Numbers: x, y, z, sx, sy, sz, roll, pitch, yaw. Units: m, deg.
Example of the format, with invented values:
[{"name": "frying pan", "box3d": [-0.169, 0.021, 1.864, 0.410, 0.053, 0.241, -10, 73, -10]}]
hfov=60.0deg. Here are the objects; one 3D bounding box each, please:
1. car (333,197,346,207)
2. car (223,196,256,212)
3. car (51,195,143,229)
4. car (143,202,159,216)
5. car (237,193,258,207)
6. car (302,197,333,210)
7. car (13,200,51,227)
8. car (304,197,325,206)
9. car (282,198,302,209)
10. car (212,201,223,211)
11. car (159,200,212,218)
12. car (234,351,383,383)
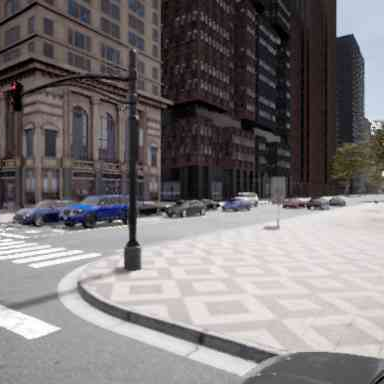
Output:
[{"name": "car", "box3d": [21.929, 1.466, 50.494, 1.994, 1.385, 4.181, 0, 0, 35]}, {"name": "car", "box3d": [5.189, 1.469, 38.327, 1.812, 1.442, 4.674, 0, 0, 36]}, {"name": "car", "box3d": [-6.149, 1.214, 22.412, 2.150, 2.045, 5.566, 0, 0, 34]}, {"name": "car", "box3d": [-4.547, 1.569, 30.255, 1.895, 1.301, 4.718, 0, 0, 35]}, {"name": "car", "box3d": [7.469, 1.137, 47.061, 2.150, 2.045, 5.566, 0, 0, 35]}, {"name": "car", "box3d": [15.942, 1.435, 41.996, 1.837, 1.490, 4.892, 0, 0, 36]}, {"name": "car", "box3d": [-9.754, 1.343, 22.931, 2.097, 1.767, 4.553, 0, 0, 35]}, {"name": "car", "box3d": [19.298, 1.497, 52.401, 1.895, 1.301, 4.718, 0, 0, 35]}, {"name": "car", "box3d": [13.531, 1.488, 44.217, 1.994, 1.385, 4.181, 0, 0, 37]}, {"name": "car", "box3d": [1.222, 1.544, 38.358, 1.895, 1.301, 4.718, 0, 0, 35]}, {"name": "car", "box3d": [-0.507, 1.473, 30.324, 1.837, 1.490, 4.892, 0, 0, 36]}, {"name": "car", "box3d": [2.089, 1.549, 1.472, 4.403, 1.369, 2.008, 0, 0, 35]}]
